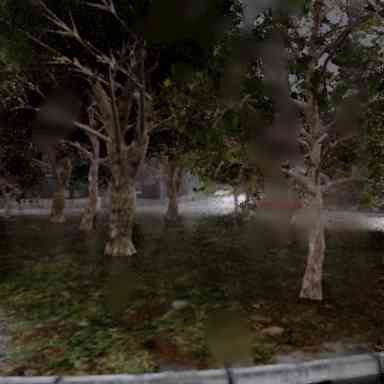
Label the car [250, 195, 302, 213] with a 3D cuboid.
[{"bbox_3d":[9.294,1.329,36.981,5.566,2.045,2.150,0,-1,38],"label":"car"}]

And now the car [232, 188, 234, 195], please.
[{"bbox_3d":[8.735,-0.019,79.042,1.946,1.575,5.366,0,3,22],"label":"car"}]

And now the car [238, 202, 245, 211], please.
[{"bbox_3d":[7.986,1.468,41.247,4.553,1.767,2.097,0,0,28],"label":"car"}]

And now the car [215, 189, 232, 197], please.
[{"bbox_3d":[6.636,0.297,73.943,1.946,1.575,5.366,0,3,22],"label":"car"}]
